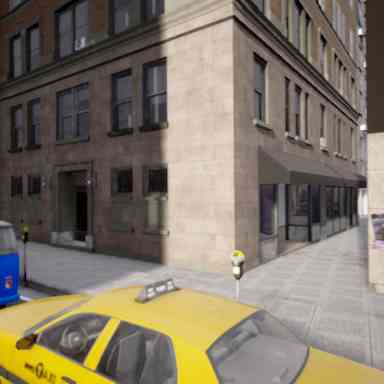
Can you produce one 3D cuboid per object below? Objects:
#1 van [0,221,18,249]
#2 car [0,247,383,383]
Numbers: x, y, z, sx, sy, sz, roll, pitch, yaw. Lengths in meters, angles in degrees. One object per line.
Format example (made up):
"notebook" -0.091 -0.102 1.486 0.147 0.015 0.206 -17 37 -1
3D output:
"van" -5.006 1.341 6.449 3.998 1.788 1.690 0 -1 36
"car" -0.533 1.525 3.242 4.829 1.417 1.752 0 -1 36
